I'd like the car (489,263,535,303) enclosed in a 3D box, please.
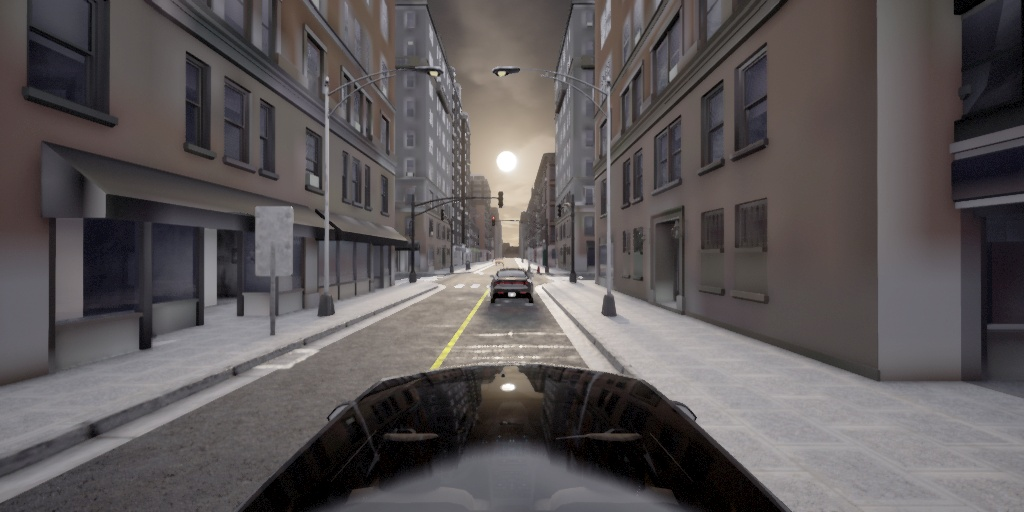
[{"bbox_3d":[0.000,1.263,16.499,1.837,1.490,4.892,0,0,0],"label":"car"}]
